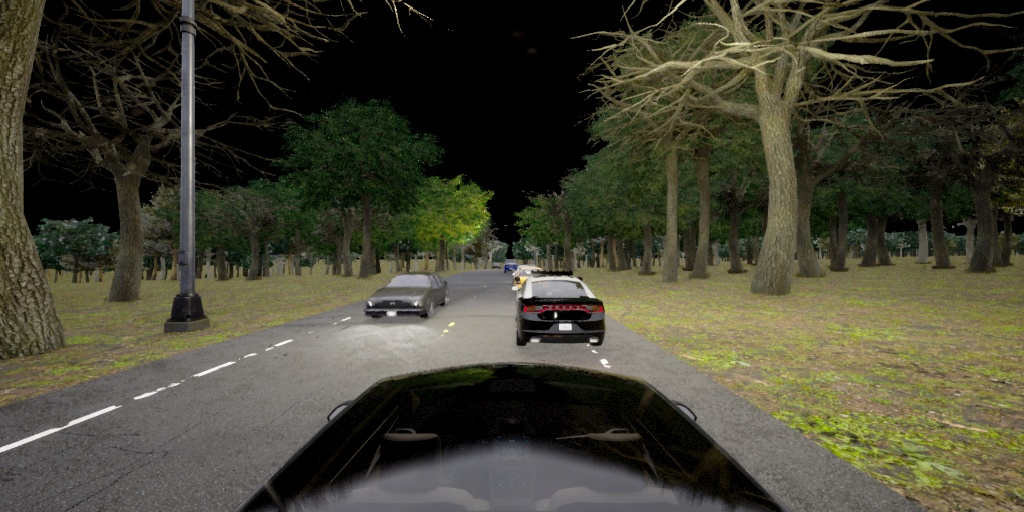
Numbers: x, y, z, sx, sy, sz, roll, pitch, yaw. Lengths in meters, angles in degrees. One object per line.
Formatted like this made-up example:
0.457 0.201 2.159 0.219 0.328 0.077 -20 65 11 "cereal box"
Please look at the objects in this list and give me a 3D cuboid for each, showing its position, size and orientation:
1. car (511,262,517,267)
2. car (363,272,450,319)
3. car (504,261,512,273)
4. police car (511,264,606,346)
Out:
1.015 1.255 19.659 1.801 1.575 5.366 0 0 0 "car"
-3.522 1.318 13.148 2.033 1.411 5.357 0 0 0 "car"
-0.067 1.508 48.892 1.882 1.535 5.008 0 -1 0 "car"
1.036 1.185 9.576 1.930 1.638 5.238 0 0 0 "police car"
